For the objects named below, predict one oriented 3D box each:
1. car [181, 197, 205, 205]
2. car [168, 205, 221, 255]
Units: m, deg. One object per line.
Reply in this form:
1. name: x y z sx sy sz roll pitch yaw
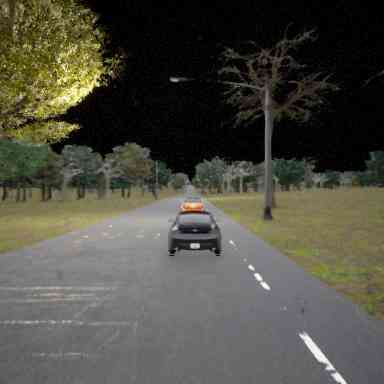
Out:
1. car: 0.097 1.264 30.604 2.097 1.767 4.553 0 0 0
2. car: 0.099 1.491 13.213 1.837 1.490 4.892 0 0 0
